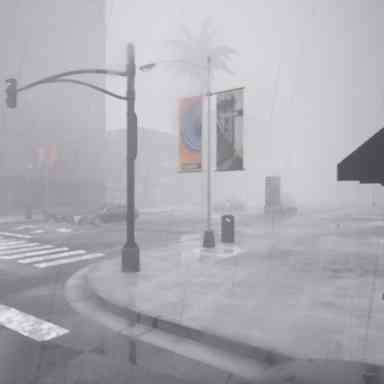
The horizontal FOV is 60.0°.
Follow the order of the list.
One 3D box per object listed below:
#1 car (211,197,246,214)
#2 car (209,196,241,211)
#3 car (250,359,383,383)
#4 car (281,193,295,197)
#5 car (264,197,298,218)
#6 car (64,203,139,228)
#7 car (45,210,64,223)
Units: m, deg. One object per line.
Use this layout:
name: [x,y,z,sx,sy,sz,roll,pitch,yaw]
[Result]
car: [4.136,1.400,36.567,2.097,1.767,4.553,0,0,35]
car: [4.252,1.404,42.352,2.097,1.767,4.553,0,0,35]
car: [2.118,1.551,1.335,4.403,1.369,2.008,0,0,36]
car: [13.916,1.222,50.263,2.150,2.045,5.566,0,0,35]
car: [8.289,1.545,30.847,2.128,1.511,4.902,0,0,35]
car: [-5.737,1.506,22.586,2.128,1.511,4.902,0,0,35]
car: [-8.079,1.558,24.906,2.033,1.411,5.357,0,0,35]
